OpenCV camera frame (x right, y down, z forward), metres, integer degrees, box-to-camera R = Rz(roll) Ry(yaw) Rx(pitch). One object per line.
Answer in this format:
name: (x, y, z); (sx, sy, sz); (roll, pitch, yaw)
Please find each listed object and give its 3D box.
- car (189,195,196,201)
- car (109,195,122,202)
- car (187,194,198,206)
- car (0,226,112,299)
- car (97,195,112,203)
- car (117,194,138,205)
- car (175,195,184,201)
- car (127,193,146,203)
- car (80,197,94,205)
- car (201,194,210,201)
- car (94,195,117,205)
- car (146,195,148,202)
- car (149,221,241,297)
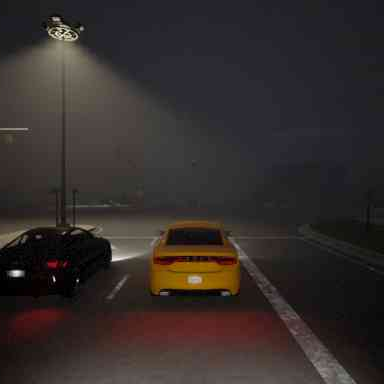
car: (0.111, 1.491, 87.057); (1.837, 1.490, 4.892); (0, 0, 0)
car: (-18.398, 1.500, 80.076); (1.837, 1.490, 4.892); (0, 0, 0)
car: (0.072, 1.526, 56.447); (1.812, 1.442, 4.674); (0, 0, 0)
car: (-3.425, 1.564, 8.522); (1.994, 1.385, 4.181); (0, 0, 0)
car: (-18.411, 1.500, 69.897); (1.837, 1.490, 4.892); (0, 0, 0)
car: (-11.499, 1.547, 58.964); (2.033, 1.411, 5.357); (0, 0, 0)
car: (-3.388, 1.517, 87.478); (1.812, 1.442, 4.674); (0, 0, 0)
car: (-11.418, 1.352, 68.082); (2.097, 1.767, 4.553); (0, 0, 0)
car: (-18.484, 1.601, 59.747); (1.895, 1.301, 4.718); (0, 0, 0)
car: (3.612, 1.588, 87.499); (1.895, 1.301, 4.718); (0, 0, 0)
car: (-15.003, 1.564, 57.764); (1.994, 1.385, 4.181); (0, 0, 0)
car: (-11.400, 1.500, 78.256); (1.837, 1.490, 4.892); (0, 0, 0)
car: (0.076, 1.478, 8.651); (1.882, 1.535, 5.008); (0, 0, 0)
